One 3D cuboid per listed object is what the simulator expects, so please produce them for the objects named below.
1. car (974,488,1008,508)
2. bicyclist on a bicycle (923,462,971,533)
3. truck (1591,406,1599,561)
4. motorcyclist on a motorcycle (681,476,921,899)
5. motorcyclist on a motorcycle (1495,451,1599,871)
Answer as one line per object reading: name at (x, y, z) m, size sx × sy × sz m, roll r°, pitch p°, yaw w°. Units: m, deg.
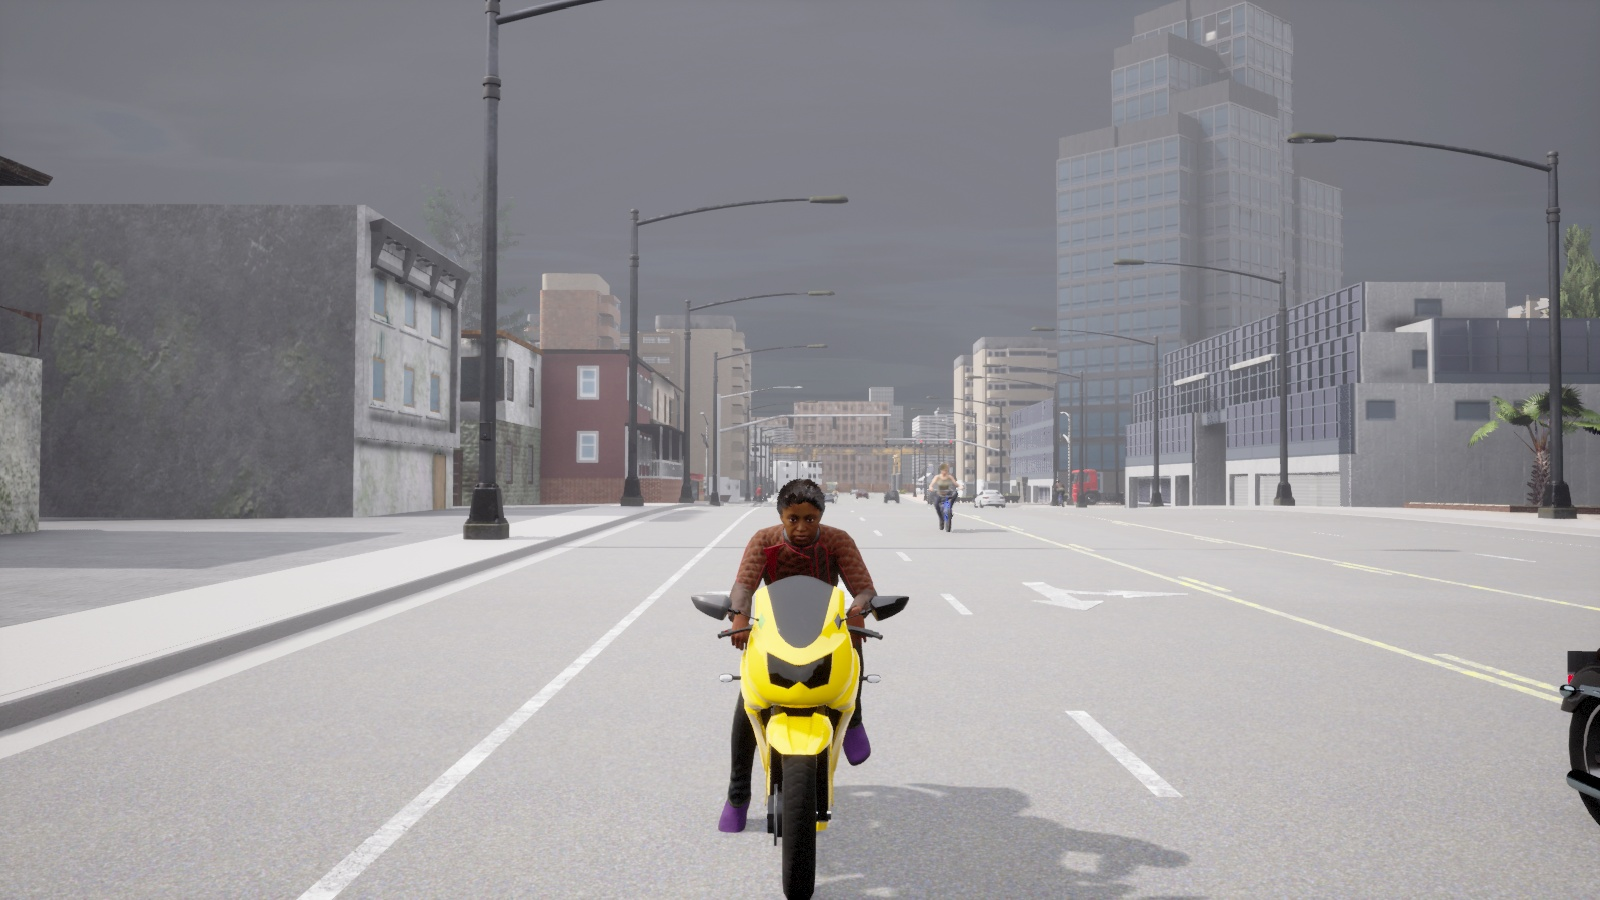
car at (14.162, 3.577, 93.469) m, size 1.812 × 1.442 × 4.674 m, roll 0°, pitch -2°, yaw 0°
bicyclist on a bicycle at (3.437, 1.098, 29.484) m, size 0.866 × 1.612 × 1.509 m, roll -1°, pitch -1°, yaw -2°
truck at (14.036, 0.503, 17.584) m, size 2.627 × 2.467 × 5.204 m, roll 0°, pitch -1°, yaw 0°
motorcyclist on a motorcycle at (0.010, 0.876, 5.219) m, size 0.797 × 1.523 × 2.044 m, roll 0°, pitch -1°, yaw 0°
motorcyclist on a motorcycle at (3.517, 0.821, 4.476) m, size 0.766 × 1.649 × 2.350 m, roll 0°, pitch -1°, yaw 0°
